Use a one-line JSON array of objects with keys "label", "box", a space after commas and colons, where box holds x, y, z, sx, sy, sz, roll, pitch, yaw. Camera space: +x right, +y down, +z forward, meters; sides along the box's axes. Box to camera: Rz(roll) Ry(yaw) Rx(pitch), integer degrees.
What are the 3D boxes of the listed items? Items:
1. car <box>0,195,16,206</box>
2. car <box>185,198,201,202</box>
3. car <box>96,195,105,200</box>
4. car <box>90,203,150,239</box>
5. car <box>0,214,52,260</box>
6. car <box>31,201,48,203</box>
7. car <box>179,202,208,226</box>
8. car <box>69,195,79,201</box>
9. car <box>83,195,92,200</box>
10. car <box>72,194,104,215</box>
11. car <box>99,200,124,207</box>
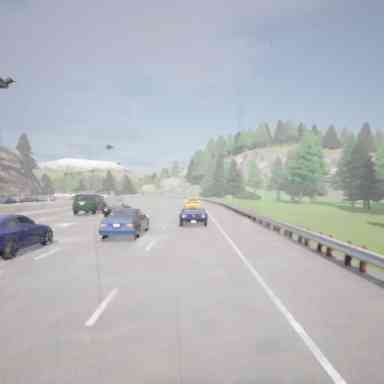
[{"label": "car", "box": [-31.586, 1.355, 55.315, 2.097, 1.767, 4.553, 0, 0, 0]}, {"label": "car", "box": [0.096, 1.479, 41.522, 1.882, 1.535, 5.008, 0, 0, 0]}, {"label": "car", "box": [-24.470, 1.553, 88.716, 1.895, 1.301, 4.718, 0, 0, -10]}, {"label": "car", "box": [-3.402, 1.548, 17.457, 2.033, 1.411, 5.357, 0, 0, 0]}, {"label": "car", "box": [-6.901, 1.526, 12.371, 1.812, 1.442, 4.674, 0, 0, 0]}, {"label": "car", "box": [-21.086, 1.603, 47.839, 1.895, 1.301, 4.718, 0, 0, 0]}, {"label": "car", "box": [0.097, 1.602, 23.575, 1.895, 1.301, 4.718, 0, 0, 0]}, {"label": "car", "box": [-31.821, 1.588, 89.871, 1.895, 1.301, 4.718, 0, 0, -12]}, {"label": "car", "box": [-28.402, 1.582, 90.622, 1.895, 1.301, 4.718, 0, 0, -12]}, {"label": "car", "box": [-10.402, 1.223, 34.047, 2.150, 2.045, 5.566, 0, 0, 0]}, {"label": "car", "box": [-6.903, 1.602, 31.134, 1.895, 1.301, 4.718, 0, 0, 0]}]
